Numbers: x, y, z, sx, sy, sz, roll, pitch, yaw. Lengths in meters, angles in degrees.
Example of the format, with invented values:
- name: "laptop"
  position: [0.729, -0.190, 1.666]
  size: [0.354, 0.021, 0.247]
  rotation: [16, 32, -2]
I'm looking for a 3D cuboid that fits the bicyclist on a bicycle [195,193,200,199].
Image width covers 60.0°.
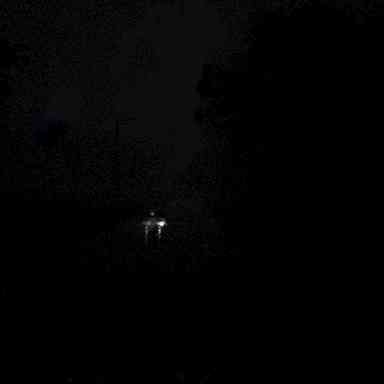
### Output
- name: "bicyclist on a bicycle"
  position: [0.993, 1.136, 74.751]
  size: [0.582, 1.620, 1.656]
  rotation: [-6, 0, 3]

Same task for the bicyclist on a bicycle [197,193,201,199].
- name: "bicyclist on a bicycle"
  position: [1.716, 1.082, 84.891]
  size: [0.866, 1.612, 1.509]
  rotation: [0, 0, 5]

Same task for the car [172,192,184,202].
- name: "car"
  position: [-2.936, 0.941, 69.081]
  size: [2.150, 2.045, 5.566]
  rotation: [0, 0, 1]

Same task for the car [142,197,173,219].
- name: "car"
  position: [-3.089, 1.445, 28.461]
  size: [2.128, 1.511, 4.902]
  rotation: [0, 0, 0]
